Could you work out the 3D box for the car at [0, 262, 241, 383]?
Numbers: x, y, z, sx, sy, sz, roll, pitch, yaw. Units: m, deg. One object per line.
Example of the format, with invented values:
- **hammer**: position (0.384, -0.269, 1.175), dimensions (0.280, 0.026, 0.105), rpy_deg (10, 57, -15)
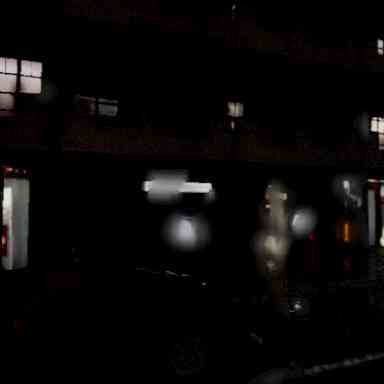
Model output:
- **car**: position (-1.539, 1.707, 4.550), dimensions (4.507, 1.381, 1.887), rpy_deg (0, -1, -20)
